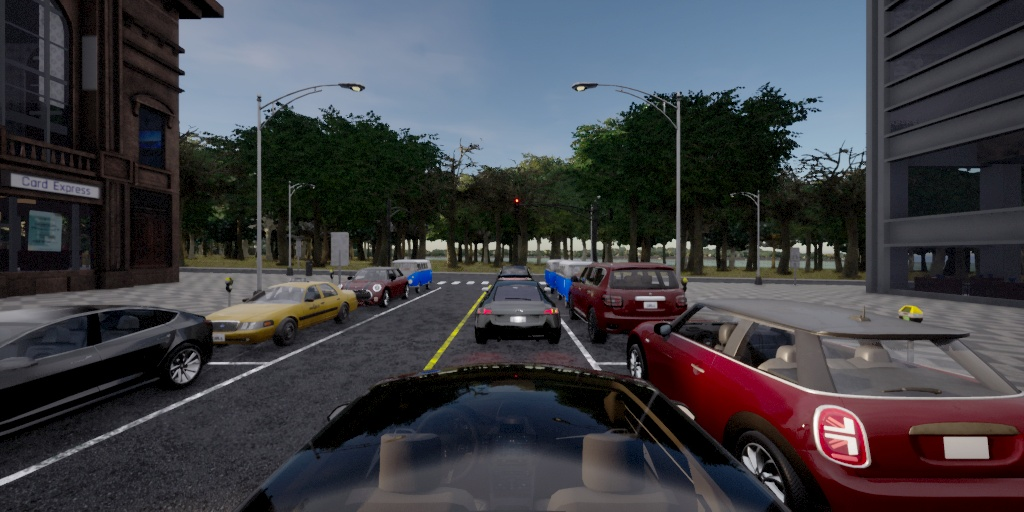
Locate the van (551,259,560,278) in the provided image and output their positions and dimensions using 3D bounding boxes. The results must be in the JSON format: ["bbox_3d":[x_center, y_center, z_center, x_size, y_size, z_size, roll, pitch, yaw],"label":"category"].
[{"bbox_3d":[2.790,1.091,14.995,1.690,1.789,3.998,0,0,0],"label":"van"}]

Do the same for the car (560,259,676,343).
[{"bbox_3d":[2.779,1.065,9.558,2.192,1.841,5.009,0,0,0],"label":"car"}]

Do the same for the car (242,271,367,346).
[{"bbox_3d":[-5.747,1.275,9.406,1.751,1.417,4.829,0,0,0],"label":"car"}]

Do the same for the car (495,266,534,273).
[{"bbox_3d":[0.136,1.243,18.488,2.128,1.511,4.902,0,0,0],"label":"car"}]

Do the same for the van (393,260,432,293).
[{"bbox_3d":[-5.723,1.092,20.451,1.690,1.789,3.998,0,0,0],"label":"van"}]

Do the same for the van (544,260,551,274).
[{"bbox_3d":[2.802,1.092,20.433,1.690,1.789,3.998,0,0,0],"label":"van"}]

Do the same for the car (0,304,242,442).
[{"bbox_3d":[-5.758,1.316,4.138,1.948,1.339,4.313,0,0,0],"label":"car"}]

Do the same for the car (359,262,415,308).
[{"bbox_3d":[-5.735,1.190,15.013,1.967,1.591,4.097,0,0,0],"label":"car"}]

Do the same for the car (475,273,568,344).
[{"bbox_3d":[0.121,1.314,9.607,1.994,1.385,4.181,0,0,0],"label":"car"}]

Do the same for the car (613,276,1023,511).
[{"bbox_3d":[2.767,1.190,4.120,1.967,1.591,4.097,0,0,0],"label":"car"}]
